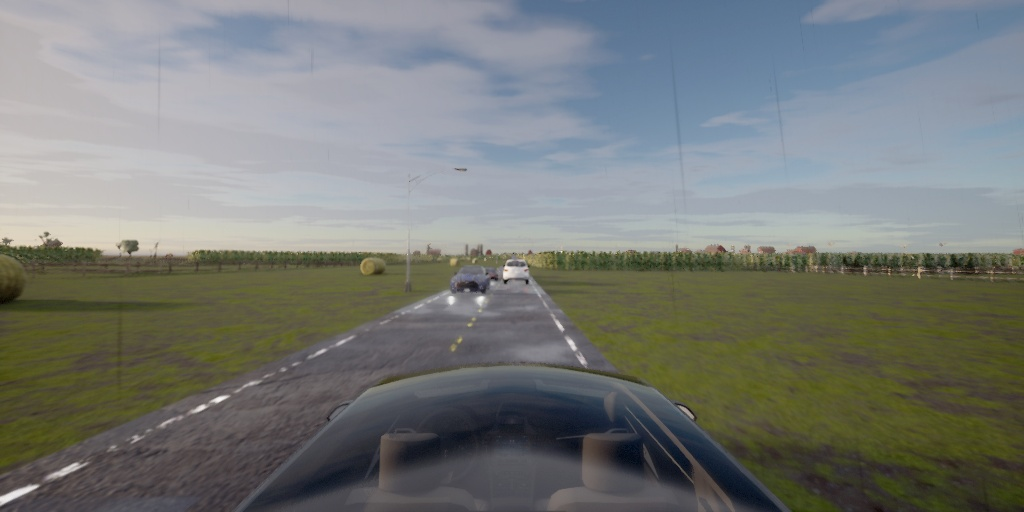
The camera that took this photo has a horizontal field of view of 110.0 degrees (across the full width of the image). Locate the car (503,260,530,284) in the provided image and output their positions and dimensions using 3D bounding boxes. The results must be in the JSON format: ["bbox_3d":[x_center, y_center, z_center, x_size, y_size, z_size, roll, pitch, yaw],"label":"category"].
[{"bbox_3d":[0.395,1.363,31.762,2.150,2.045,5.566,0,-1,1],"label":"car"}]

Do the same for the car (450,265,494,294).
[{"bbox_3d":[-2.523,1.383,22.596,2.097,1.767,4.553,0,-1,1],"label":"car"}]

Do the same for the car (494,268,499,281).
[{"bbox_3d":[-2.361,1.737,35.687,1.994,1.385,4.181,0,-1,1],"label":"car"}]
